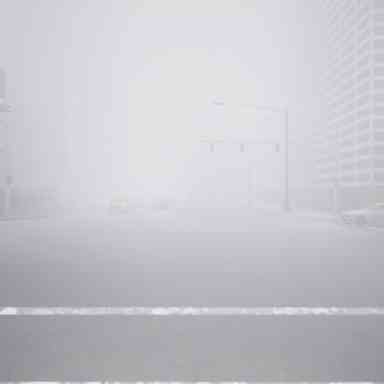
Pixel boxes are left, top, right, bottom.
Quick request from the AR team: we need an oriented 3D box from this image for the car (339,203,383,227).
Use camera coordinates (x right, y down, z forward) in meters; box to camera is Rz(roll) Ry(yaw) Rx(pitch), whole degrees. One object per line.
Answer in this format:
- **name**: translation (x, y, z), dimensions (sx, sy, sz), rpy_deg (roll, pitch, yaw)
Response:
- **car**: translation (12.155, 1.454, 21.765), dimensions (4.674, 1.442, 1.812), rpy_deg (0, 0, 0)

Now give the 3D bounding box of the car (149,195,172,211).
- **car**: translation (-3.641, 1.379, 38.476), dimensions (1.837, 1.490, 4.892), rpy_deg (0, 0, 0)

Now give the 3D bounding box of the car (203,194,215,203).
- **car**: translation (3.400, 1.139, 65.297), dimensions (2.097, 1.767, 4.553), rpy_deg (0, 0, 0)

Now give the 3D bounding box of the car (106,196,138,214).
- **car**: translation (-7.176, 1.243, 33.607), dimensions (2.097, 1.767, 4.553), rpy_deg (0, 0, 1)

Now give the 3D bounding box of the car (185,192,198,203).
- **car**: translation (-0.099, 1.011, 64.518), dimensions (2.150, 2.045, 5.566), rpy_deg (0, 0, 0)

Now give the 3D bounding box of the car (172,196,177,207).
- **car**: translation (-3.650, 1.367, 48.720), dimensions (1.812, 1.442, 4.674), rpy_deg (0, 0, 1)

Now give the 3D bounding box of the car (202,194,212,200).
- **car**: translation (3.384, 1.124, 75.195), dimensions (2.033, 1.411, 5.357), rpy_deg (0, 0, 0)

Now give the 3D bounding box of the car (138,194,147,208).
- **car**: translation (-7.158, 1.403, 44.218), dimensions (2.033, 1.411, 5.357), rpy_deg (0, 0, 0)
